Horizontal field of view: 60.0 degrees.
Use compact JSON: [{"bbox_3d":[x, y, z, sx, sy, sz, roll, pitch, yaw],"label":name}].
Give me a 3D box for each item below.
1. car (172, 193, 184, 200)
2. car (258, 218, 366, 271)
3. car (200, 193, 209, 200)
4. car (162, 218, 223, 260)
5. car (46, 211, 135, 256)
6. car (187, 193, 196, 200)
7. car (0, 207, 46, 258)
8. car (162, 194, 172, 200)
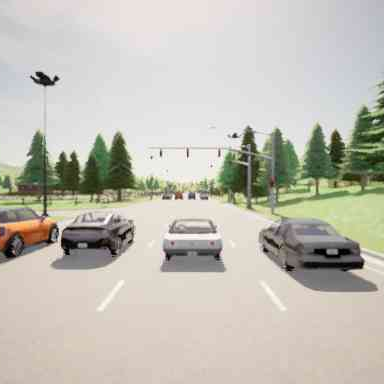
[{"bbox_3d":[-3.526,1.207,90.590,2.150,2.045,5.566,0,0,0],"label":"car"},{"bbox_3d":[3.524,1.547,10.861,2.033,1.411,5.357,0,0,0],"label":"car"},{"bbox_3d":[3.474,1.507,90.562,2.128,1.511,4.902,0,0,0],"label":"car"},{"bbox_3d":[0.035,1.600,12.392,1.895,1.301,4.718,0,0,0],"label":"car"},{"bbox_3d":[-3.460,1.491,13.000,2.128,1.511,4.902,0,0,0],"label":"car"},{"bbox_3d":[-0.026,1.207,90.591,2.150,2.045,5.566,0,0,0],"label":"car"},{"bbox_3d":[-6.960,1.350,12.908,2.097,1.767,4.553,0,0,0],"label":"car"},{"bbox_3d":[-7.026,1.337,90.946,2.097,1.767,4.553,0,0,0],"label":"car"}]
